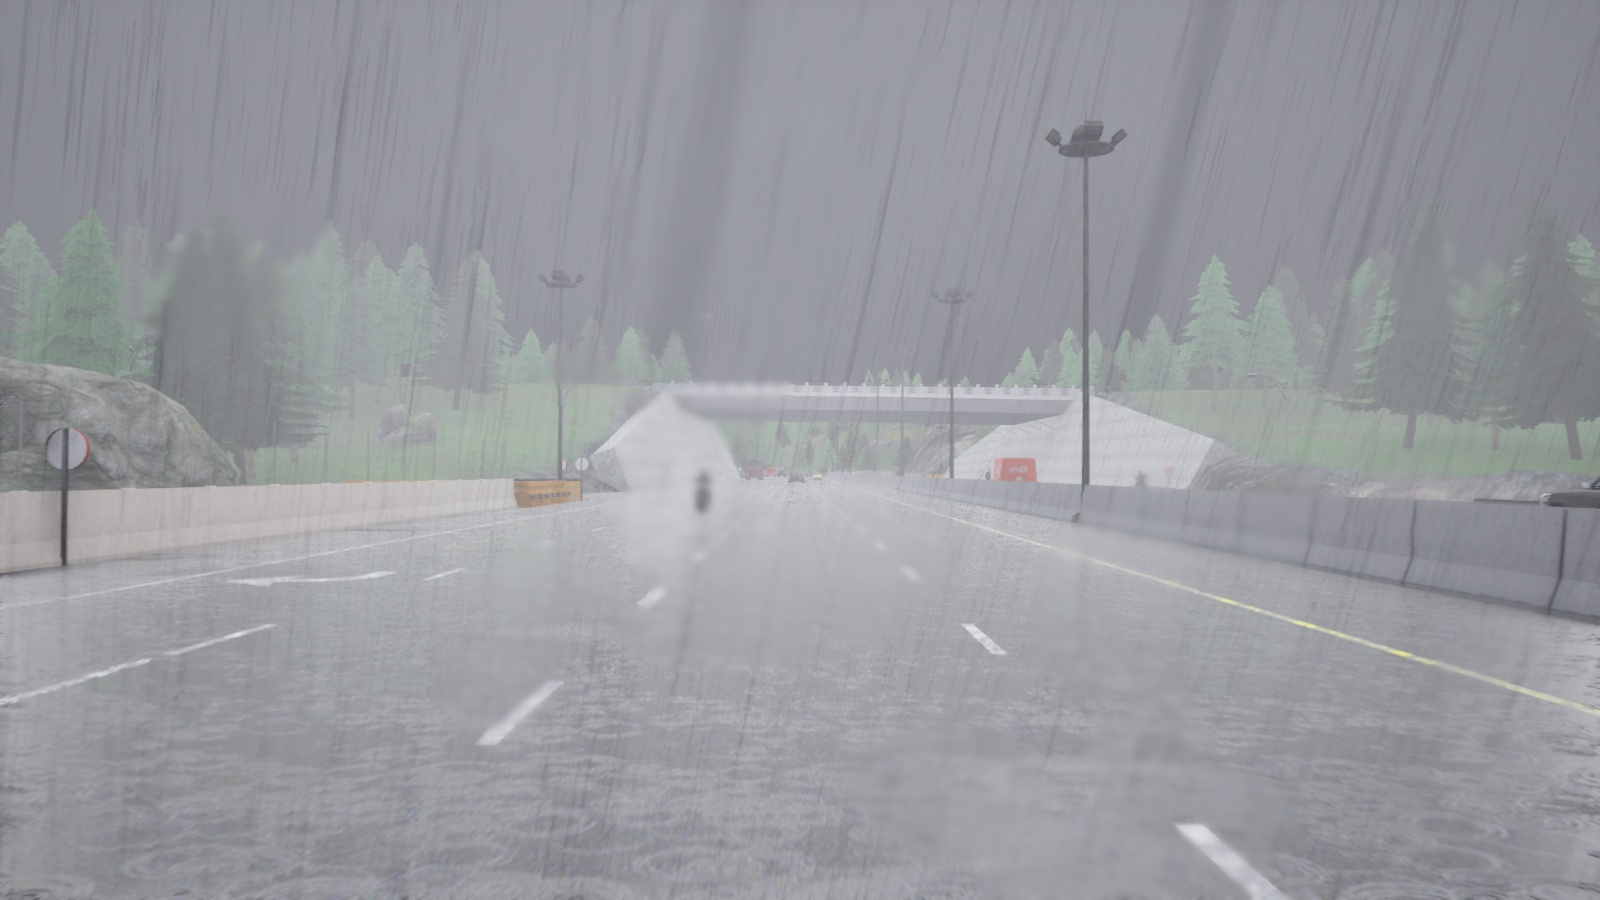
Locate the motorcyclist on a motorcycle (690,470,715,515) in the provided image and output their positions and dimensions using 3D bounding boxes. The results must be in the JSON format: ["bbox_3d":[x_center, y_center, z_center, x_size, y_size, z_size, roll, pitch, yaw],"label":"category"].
[{"bbox_3d":[-3.614,1.562,46.766,0.766,1.649,2.350,0,-1,0],"label":"motorcyclist on a motorcycle"}]

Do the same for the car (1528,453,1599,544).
[{"bbox_3d":[17.436,0.998,26.078,1.932,1.855,4.605,0,-1,0],"label":"car"}]

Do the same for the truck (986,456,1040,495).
[{"bbox_3d":[13.800,1.642,81.814,2.627,2.467,5.204,0,-1,0],"label":"truck"}]
